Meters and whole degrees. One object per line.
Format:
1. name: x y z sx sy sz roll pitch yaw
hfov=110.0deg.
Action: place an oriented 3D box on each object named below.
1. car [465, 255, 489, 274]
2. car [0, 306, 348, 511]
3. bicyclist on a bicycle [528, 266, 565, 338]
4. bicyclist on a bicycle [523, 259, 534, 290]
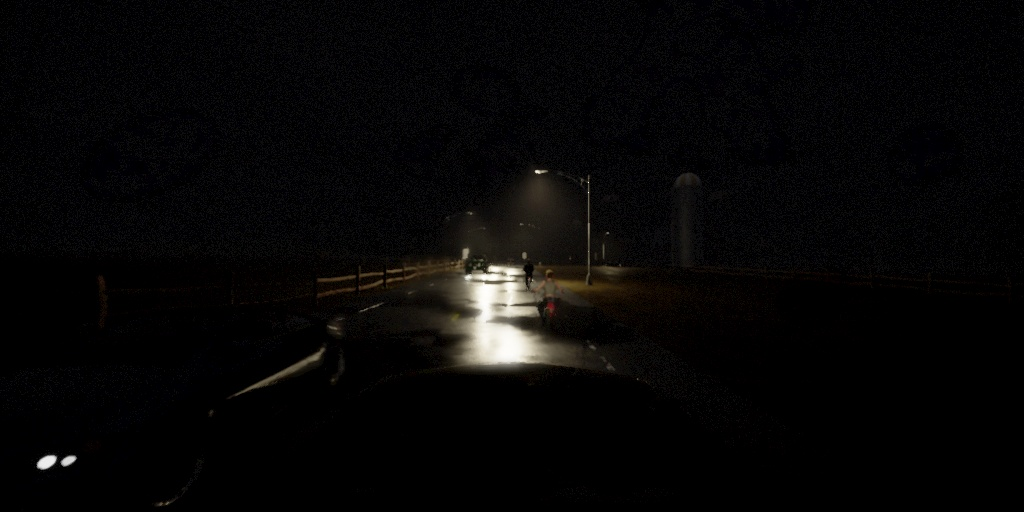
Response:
1. car: -3.721 0.864 38.642 2.150 2.045 5.566 0 0 0
2. car: -3.605 1.301 4.042 1.994 1.385 4.181 0 0 0
3. bicyclist on a bicycle: 0.926 1.147 9.008 0.866 1.612 1.509 0 0 0
4. bicyclist on a bicycle: 0.903 1.042 19.357 0.659 1.776 1.843 0 0 0
